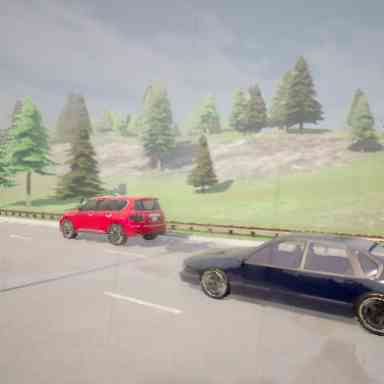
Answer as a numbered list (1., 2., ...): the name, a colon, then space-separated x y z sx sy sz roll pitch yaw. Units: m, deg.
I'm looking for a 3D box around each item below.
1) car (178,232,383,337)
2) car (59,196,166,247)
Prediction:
1. car: 2.319 1.544 6.637 5.357 1.411 2.033 0 0 35
2. car: -3.713 1.196 15.235 5.566 2.045 2.150 0 0 35
